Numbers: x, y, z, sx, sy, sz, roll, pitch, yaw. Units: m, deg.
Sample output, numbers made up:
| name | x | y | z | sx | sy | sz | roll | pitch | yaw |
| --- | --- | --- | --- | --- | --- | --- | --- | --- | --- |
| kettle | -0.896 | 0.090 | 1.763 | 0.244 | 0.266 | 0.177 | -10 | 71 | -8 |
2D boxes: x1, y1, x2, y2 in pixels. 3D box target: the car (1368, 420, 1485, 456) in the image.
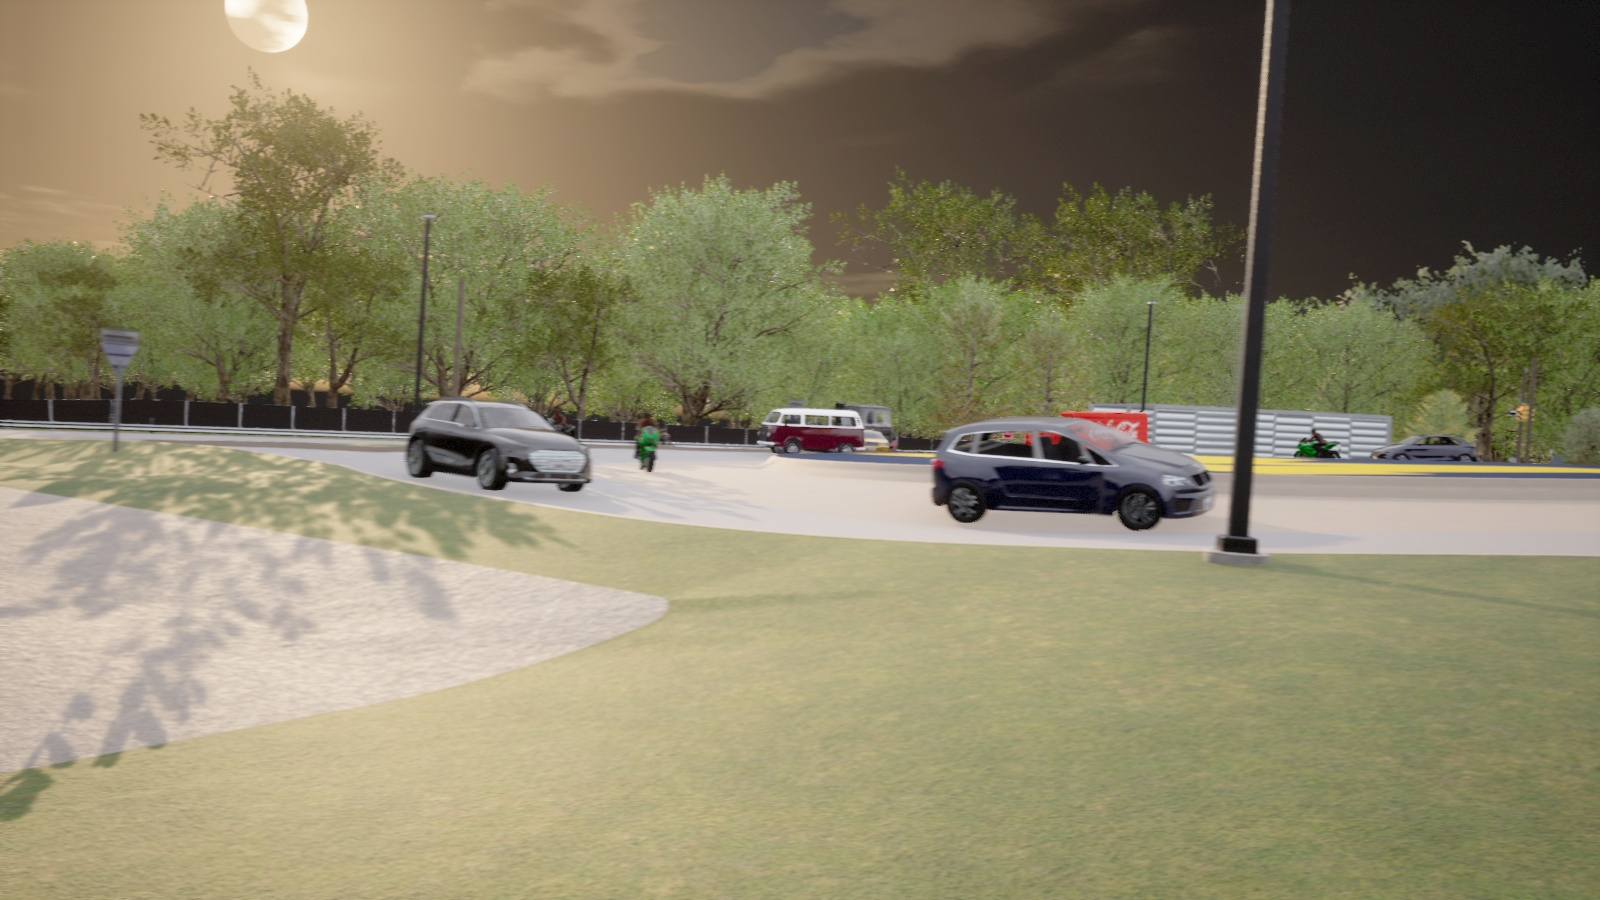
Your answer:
| name | x | y | z | sx | sy | sz | roll | pitch | yaw |
| --- | --- | --- | --- | --- | --- | --- | --- | --- | --- |
| car | 27.284 | -0.527 | 54.795 | 4.193 | 1.474 | 1.816 | -1 | 1 | 0 |

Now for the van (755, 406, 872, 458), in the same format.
| name | x | y | z | sx | sy | sz | roll | pitch | yaw |
| --- | --- | --- | --- | --- | --- | --- | --- | --- | --- |
| van | 0.563 | -0.751 | 53.240 | 4.480 | 2.038 | 2.069 | 1 | 2 | -22 |

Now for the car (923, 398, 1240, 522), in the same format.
| name | x | y | z | sx | sy | sz | roll | pitch | yaw |
| --- | --- | --- | --- | --- | --- | --- | --- | --- | --- |
| car | 4.684 | 0.130 | 21.031 | 4.611 | 1.667 | 2.242 | 0 | 7 | 33 |

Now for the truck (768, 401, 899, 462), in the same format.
| name | x | y | z | sx | sy | sz | roll | pitch | yaw |
| --- | --- | --- | --- | --- | --- | --- | --- | --- | --- |
| truck | 1.885 | -1.158 | 74.776 | 7.936 | 3.462 | 2.891 | 2 | 2 | 45 |

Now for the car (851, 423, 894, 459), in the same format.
| name | x | y | z | sx | sy | sz | roll | pitch | yaw |
| --- | --- | --- | --- | --- | --- | --- | --- | --- | --- |
| car | 3.584 | -0.426 | 63.180 | 1.801 | 1.575 | 5.366 | 0 | -2 | -1 |

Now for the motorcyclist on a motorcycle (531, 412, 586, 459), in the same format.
| name | x | y | z | sx | sy | sz | roll | pitch | yaw |
| --- | --- | --- | --- | --- | --- | --- | --- | --- | --- |
| motorcyclist on a motorcycle | -8.182 | -0.481 | 42.581 | 0.797 | 1.523 | 2.044 | 4 | 2 | 20 |

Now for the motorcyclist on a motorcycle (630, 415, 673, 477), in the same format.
| name | x | y | z | sx | sy | sz | roll | pitch | yaw |
| --- | --- | --- | --- | --- | --- | --- | --- | --- | --- |
| motorcyclist on a motorcycle | -3.746 | -0.126 | 31.534 | 0.797 | 1.523 | 2.044 | 0 | 2 | -15 |

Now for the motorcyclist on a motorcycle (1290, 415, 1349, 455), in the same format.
| name | x | y | z | sx | sy | sz | roll | pitch | yaw |
| --- | --- | --- | --- | --- | --- | --- | --- | --- | --- |
| motorcyclist on a motorcycle | 20.787 | -0.573 | 50.278 | 0.797 | 1.523 | 2.044 | 1 | -2 | -39 |

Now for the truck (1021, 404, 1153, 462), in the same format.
| name | x | y | z | sx | sy | sz | roll | pitch | yaw |
| --- | --- | --- | --- | --- | --- | --- | --- | --- | --- |
| truck | 12.780 | -0.761 | 56.115 | 5.204 | 2.467 | 2.627 | -1 | 1 | -5 |

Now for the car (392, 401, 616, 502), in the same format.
| name | x | y | z | sx | sy | sz | roll | pitch | yaw |
| --- | --- | --- | --- | --- | --- | --- | --- | --- | --- |
| car | -5.778 | -0.023 | 24.089 | 2.033 | 1.649 | 4.856 | 2 | 2 | -42 |
